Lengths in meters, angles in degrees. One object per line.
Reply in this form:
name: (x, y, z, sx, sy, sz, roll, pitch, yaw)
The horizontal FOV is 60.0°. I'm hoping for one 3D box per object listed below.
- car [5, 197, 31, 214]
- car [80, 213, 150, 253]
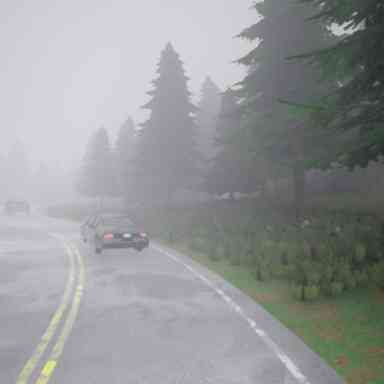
car: (-16.797, 1.264, 32.057, 2.128, 1.511, 4.902, 2, 0, -32)
car: (-3.354, 1.558, 13.794, 2.033, 1.411, 5.357, 2, -1, -26)
